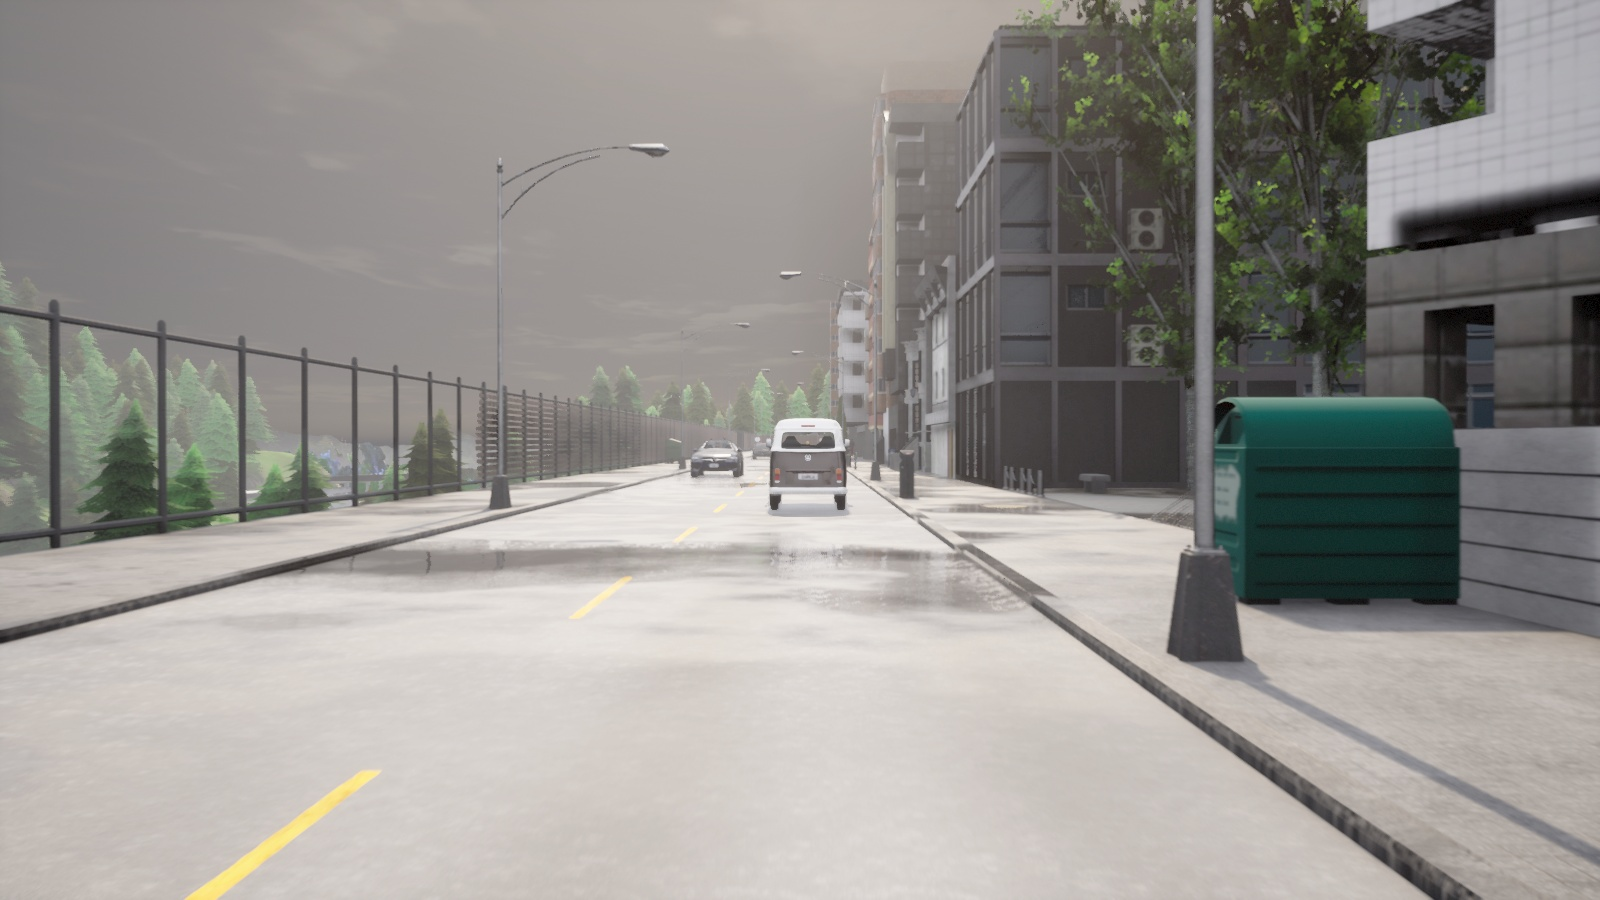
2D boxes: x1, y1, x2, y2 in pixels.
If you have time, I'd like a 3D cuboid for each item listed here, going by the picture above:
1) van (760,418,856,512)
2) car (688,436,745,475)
[{"bbox_3d":[0.188,0.304,29.438,2.069,2.038,4.480,0,0,0],"label":"van"},{"bbox_3d":[-3.657,0.207,55.838,2.152,1.651,5.027,0,0,0],"label":"car"}]
